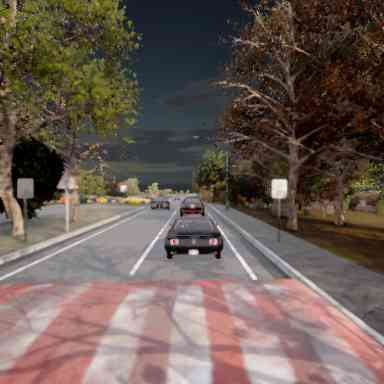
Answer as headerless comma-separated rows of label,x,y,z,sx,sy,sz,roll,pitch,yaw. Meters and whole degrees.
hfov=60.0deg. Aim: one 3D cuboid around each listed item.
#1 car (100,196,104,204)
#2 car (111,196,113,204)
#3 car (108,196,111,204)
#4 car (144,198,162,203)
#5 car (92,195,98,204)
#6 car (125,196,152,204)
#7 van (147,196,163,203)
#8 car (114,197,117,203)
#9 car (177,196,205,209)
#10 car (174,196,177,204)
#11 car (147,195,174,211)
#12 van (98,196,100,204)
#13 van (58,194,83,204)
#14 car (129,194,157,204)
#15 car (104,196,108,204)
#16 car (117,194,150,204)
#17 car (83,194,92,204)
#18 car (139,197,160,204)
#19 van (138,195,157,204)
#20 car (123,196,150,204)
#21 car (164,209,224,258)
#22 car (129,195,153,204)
car,-23.547,1.839,77.253,4.553,1.767,2.185,0,-2,0
car,-23.587,2.216,85.557,4.892,1.521,2.231,0,-2,0
car,-23.583,2.131,82.788,5.008,1.535,2.097,0,-2,0
car,-10.525,2.412,90.948,4.674,1.452,2.002,0,-2,0
car,-23.563,1.798,71.712,4.892,1.521,2.231,0,-2,0
car,-10.486,1.628,65.978,5.008,1.535,2.097,0,-2,0
van,-10.411,2.230,93.731,4.442,1.987,1.878,0,-2,0
car,-23.418,2.379,91.097,5.366,1.575,1.946,0,-2,0
car,0.029,1.184,29.043,2.097,1.767,4.553,0,0,0
car,-3.426,1.618,78.472,1.837,1.490,4.892,0,-2,0
car,-3.424,1.373,36.955,1.994,1.385,4.181,0,0,0
van,-23.691,1.655,74.488,4.442,1.987,1.878,0,-2,0
van,-23.672,1.342,63.293,4.442,1.987,1.878,0,-1,0
car,-10.461,1.534,71.532,5.566,2.045,2.435,0,-2,0
car,-23.578,2.044,79.894,5.008,1.535,2.097,0,-2,0
car,-10.285,1.497,60.439,5.366,1.575,1.946,0,-1,0
car,-23.588,1.387,66.185,5.566,2.045,2.435,0,-1,0
car,-10.514,2.120,82.624,5.008,1.535,2.097,0,-2,0
van,-10.620,1.811,79.856,4.442,1.987,1.878,0,-2,0
car,-10.480,1.561,63.207,4.892,1.521,2.231,0,-1,0
car,0.061,1.554,12.521,1.895,1.301,4.718,0,1,0
car,-10.516,1.579,68.758,4.553,1.767,2.185,0,-2,0
